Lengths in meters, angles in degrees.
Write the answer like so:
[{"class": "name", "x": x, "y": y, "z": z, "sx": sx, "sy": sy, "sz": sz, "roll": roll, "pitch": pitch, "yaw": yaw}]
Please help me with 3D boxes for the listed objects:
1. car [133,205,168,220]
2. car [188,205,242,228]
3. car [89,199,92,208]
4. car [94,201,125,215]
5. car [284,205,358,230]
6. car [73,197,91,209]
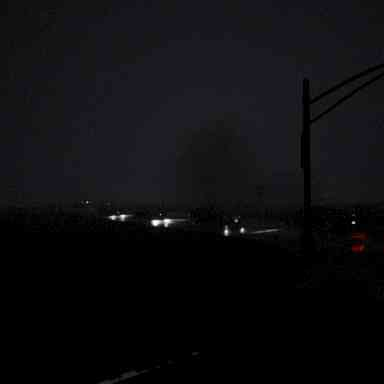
[{"class": "car", "x": -4.189, "y": 1.981, "z": 33.230, "sx": 1.994, "sy": 1.385, "sz": 4.181, "roll": -1, "pitch": 0, "yaw": -37}, {"class": "car", "x": 1.642, "y": 1.771, "z": 25.114, "sx": 2.128, "sy": 1.511, "sz": 4.902, "roll": -1, "pitch": 0, "yaw": -36}, {"class": "car", "x": -14.393, "y": 2.152, "z": 53.798, "sx": 2.128, "sy": 1.511, "sz": 4.902, "roll": -1, "pitch": 0, "yaw": -35}, {"class": "car", "x": -10.337, "y": 2.110, "z": 41.829, "sx": 2.033, "sy": 1.411, "sz": 5.357, "roll": -1, "pitch": 0, "yaw": -35}, {"class": "car", "x": 8.364, "y": 1.627, "z": 22.094, "sx": 1.837, "sy": 1.490, "sz": 4.892, "roll": -1, "pitch": 0, "yaw": -36}, {"class": "car", "x": -20.450, "y": 2.027, "z": 62.235, "sx": 2.150, "sy": 2.045, "sz": 5.566, "roll": -1, "pitch": 0, "yaw": -36}]
